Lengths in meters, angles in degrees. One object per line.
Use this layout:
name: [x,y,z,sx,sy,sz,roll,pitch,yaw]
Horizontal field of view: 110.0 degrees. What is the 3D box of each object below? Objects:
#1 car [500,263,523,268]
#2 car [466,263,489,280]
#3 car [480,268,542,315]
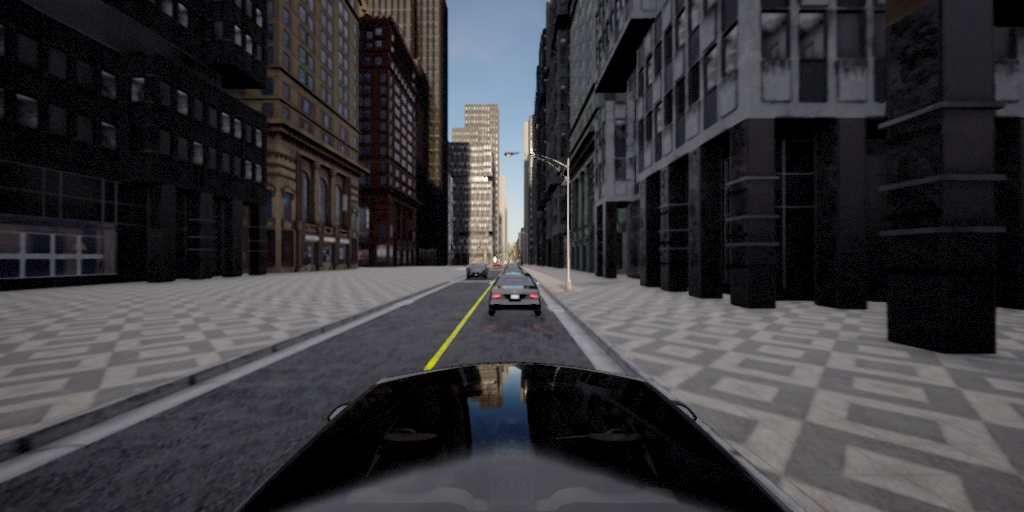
car: [0.106,1.482,34.333,1.994,1.385,4.181,0,0,0]
car: [-3.090,1.415,33.303,1.837,1.490,4.892,0,-1,0]
car: [0.098,1.339,13.755,2.033,1.411,5.357,0,0,0]
